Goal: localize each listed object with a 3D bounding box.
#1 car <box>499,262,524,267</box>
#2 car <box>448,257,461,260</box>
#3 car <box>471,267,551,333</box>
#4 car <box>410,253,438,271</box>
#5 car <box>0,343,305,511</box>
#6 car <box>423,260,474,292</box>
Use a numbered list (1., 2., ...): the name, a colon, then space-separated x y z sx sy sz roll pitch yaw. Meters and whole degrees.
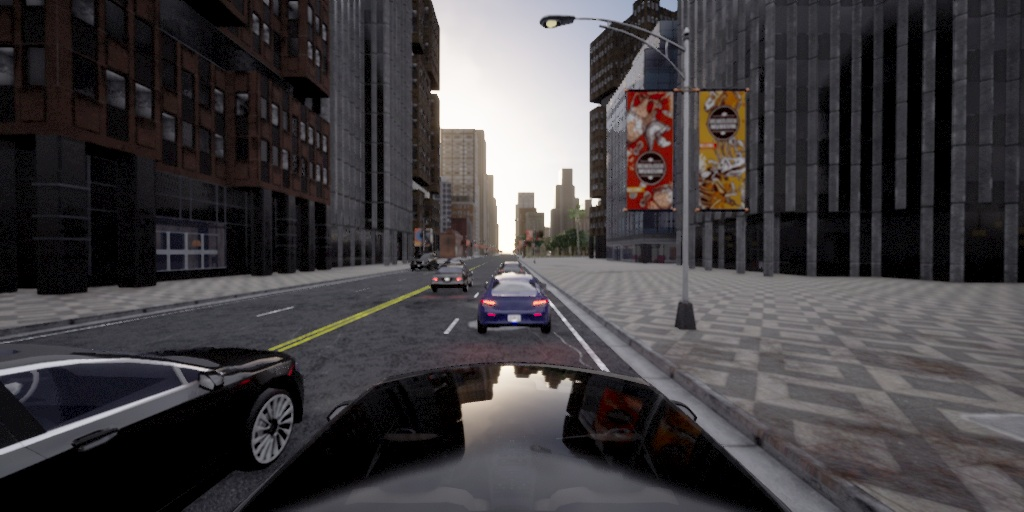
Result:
1. car: -0.027 1.123 27.032 1.994 1.385 4.181 0 0 0
2. car: -6.795 0.924 41.646 2.128 1.511 4.902 0 1 0
3. car: 0.046 1.212 10.342 1.812 1.442 4.674 0 0 0
4. car: -10.046 0.655 41.418 2.150 2.045 5.566 0 1 0
5. car: -3.151 1.240 1.922 2.128 1.511 4.902 0 0 0
6. car: -3.233 1.160 19.960 2.033 1.411 5.357 0 0 -2
